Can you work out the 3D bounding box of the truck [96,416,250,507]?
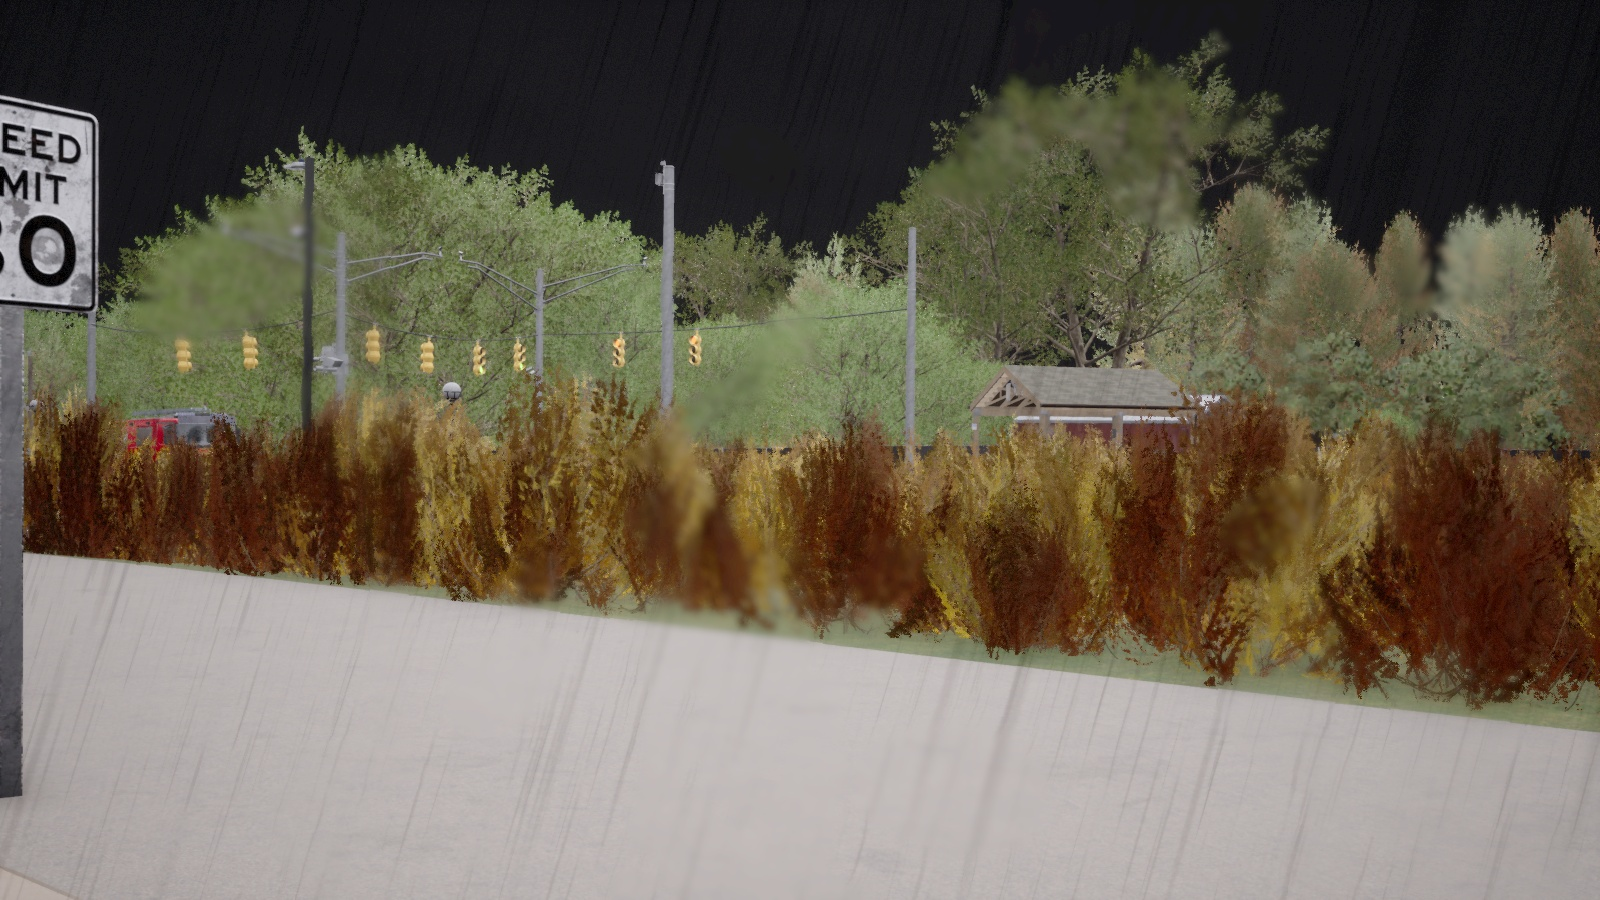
[{"bbox_3d":[-28.529,0.575,56.951,8.468,3.827,2.891,-2,0,39],"label":"truck"}]
